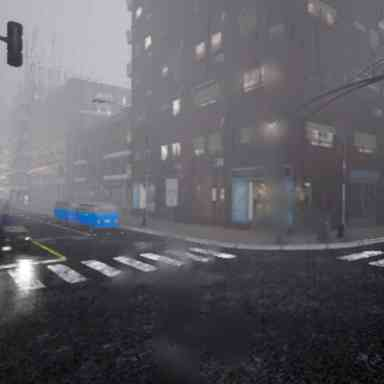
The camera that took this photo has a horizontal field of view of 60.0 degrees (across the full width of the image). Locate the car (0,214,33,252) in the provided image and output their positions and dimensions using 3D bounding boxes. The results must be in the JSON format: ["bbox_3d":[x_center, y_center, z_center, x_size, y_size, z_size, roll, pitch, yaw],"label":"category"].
[{"bbox_3d":[-8.142,1.643,13.973,2.033,1.411,5.357,0,-1,-36],"label":"car"}]

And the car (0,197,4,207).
[{"bbox_3d":[-38.699,1.918,65.534,2.192,1.841,5.009,-1,0,-36],"label":"car"}]

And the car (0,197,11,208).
[{"bbox_3d":[-32.158,1.947,56.594,1.967,1.590,4.097,-1,0,-36],"label":"car"}]

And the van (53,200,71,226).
[{"bbox_3d":[-9.272,1.522,25.300,1.690,1.788,3.998,-1,0,-36],"label":"van"}]

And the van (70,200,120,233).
[{"bbox_3d":[-6.002,1.477,20.830,1.690,1.788,3.998,-1,0,-36],"label":"van"}]
